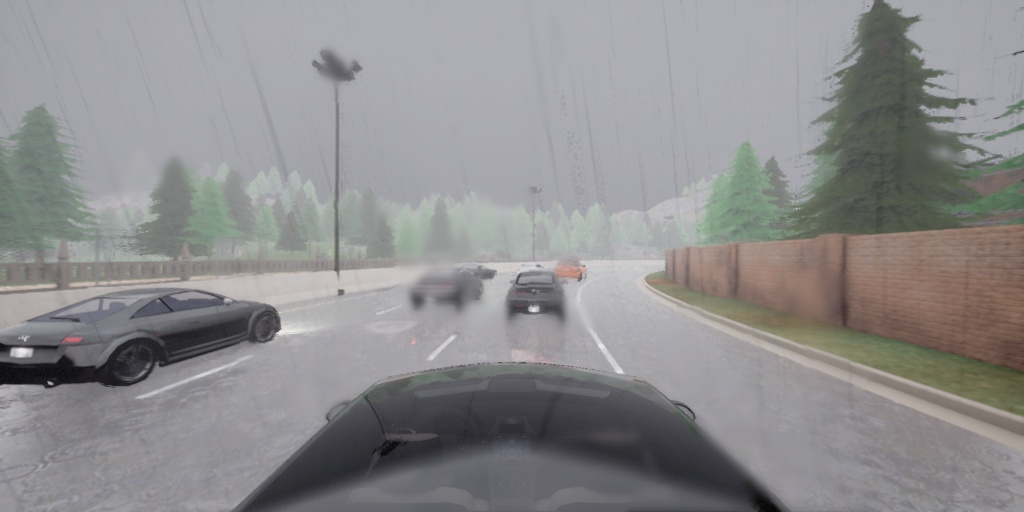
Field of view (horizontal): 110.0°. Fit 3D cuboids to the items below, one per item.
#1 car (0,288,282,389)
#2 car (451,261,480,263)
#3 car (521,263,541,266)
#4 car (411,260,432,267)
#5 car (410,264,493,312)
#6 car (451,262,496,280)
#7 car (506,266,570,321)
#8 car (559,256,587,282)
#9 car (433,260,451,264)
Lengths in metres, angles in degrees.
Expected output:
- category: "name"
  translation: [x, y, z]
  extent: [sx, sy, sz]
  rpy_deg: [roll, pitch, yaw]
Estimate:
- category: "car"
  translation: [-6.604, 1.295, 6.922]
  extent: [1.994, 1.385, 4.181]
  rpy_deg: [0, 0, 4]
- category: "car"
  translation: [-4.788, 1.307, 43.721]
  extent: [2.033, 1.411, 5.357]
  rpy_deg: [0, 0, 24]
- category: "car"
  translation: [1.713, 1.299, 31.146]
  extent: [1.812, 1.442, 4.674]
  rpy_deg: [0, 0, 18]
- category: "car"
  translation: [-11.083, 1.246, 46.605]
  extent: [1.837, 1.490, 4.892]
  rpy_deg: [0, 0, 25]
- category: "car"
  translation: [-2.363, 1.241, 14.175]
  extent: [2.128, 1.511, 4.902]
  rpy_deg: [0, 0, 8]
- category: "car"
  translation: [-2.785, 1.358, 28.622]
  extent: [1.895, 1.301, 4.718]
  rpy_deg: [0, 0, 16]
- category: "car"
  translation: [0.934, 1.264, 12.537]
  extent: [1.837, 1.490, 4.892]
  rpy_deg: [0, 0, 7]
- category: "car"
  translation: [5.006, 1.135, 29.904]
  extent: [2.097, 1.767, 4.553]
  rpy_deg: [0, 0, 18]
- category: "car"
  translation: [-7.684, 1.315, 45.593]
  extent: [1.994, 1.385, 4.181]
  rpy_deg: [0, 0, 25]
